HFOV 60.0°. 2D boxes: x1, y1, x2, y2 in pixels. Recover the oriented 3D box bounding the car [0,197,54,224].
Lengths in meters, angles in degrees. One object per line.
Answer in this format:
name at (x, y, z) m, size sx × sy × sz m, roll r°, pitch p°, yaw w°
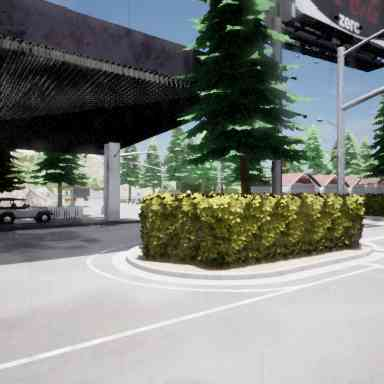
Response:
car at (-11.983, 1.313, 23.471) m, size 3.866 × 1.878 × 1.905 m, roll 0°, pitch 0°, yaw -36°
